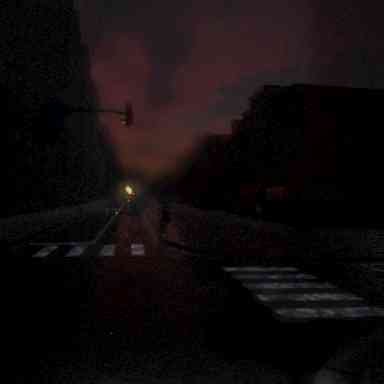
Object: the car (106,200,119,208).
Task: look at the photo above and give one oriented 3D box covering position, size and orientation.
[{"bbox_3d":[-12.916,1.910,54.312,1.895,1.301,4.718,1,0,-10],"label":"car"}]
